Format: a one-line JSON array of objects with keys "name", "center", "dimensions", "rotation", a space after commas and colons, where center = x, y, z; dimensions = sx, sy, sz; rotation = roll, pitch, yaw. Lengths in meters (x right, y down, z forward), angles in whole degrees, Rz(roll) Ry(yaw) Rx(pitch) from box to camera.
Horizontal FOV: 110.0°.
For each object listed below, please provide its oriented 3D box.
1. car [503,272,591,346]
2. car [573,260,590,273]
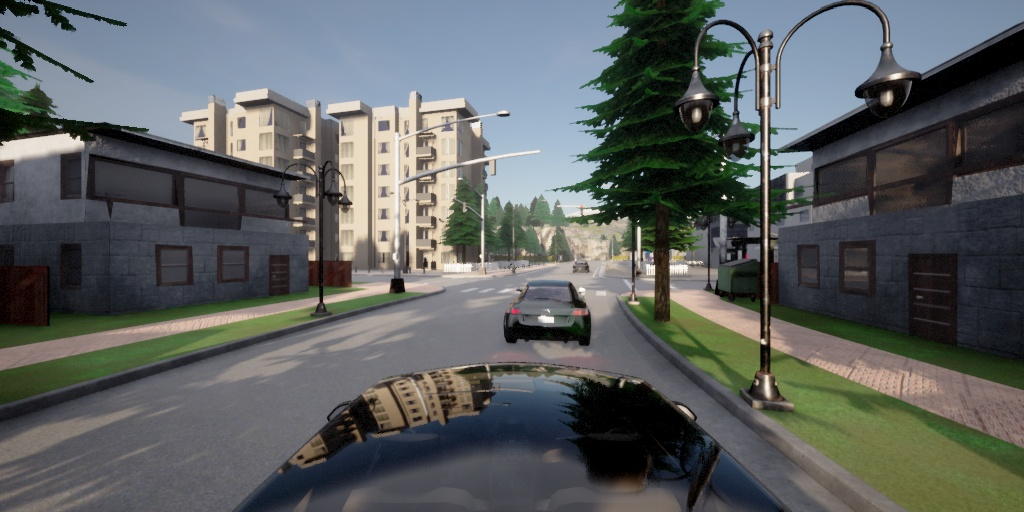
[{"name": "car", "center": [1.012, 1.314, 9.535], "dimensions": [1.994, 1.385, 4.181], "rotation": [0, 0, 9]}, {"name": "car", "center": [8.515, 1.276, 43.924], "dimensions": [2.128, 1.511, 4.902], "rotation": [0, 0, 14]}]
